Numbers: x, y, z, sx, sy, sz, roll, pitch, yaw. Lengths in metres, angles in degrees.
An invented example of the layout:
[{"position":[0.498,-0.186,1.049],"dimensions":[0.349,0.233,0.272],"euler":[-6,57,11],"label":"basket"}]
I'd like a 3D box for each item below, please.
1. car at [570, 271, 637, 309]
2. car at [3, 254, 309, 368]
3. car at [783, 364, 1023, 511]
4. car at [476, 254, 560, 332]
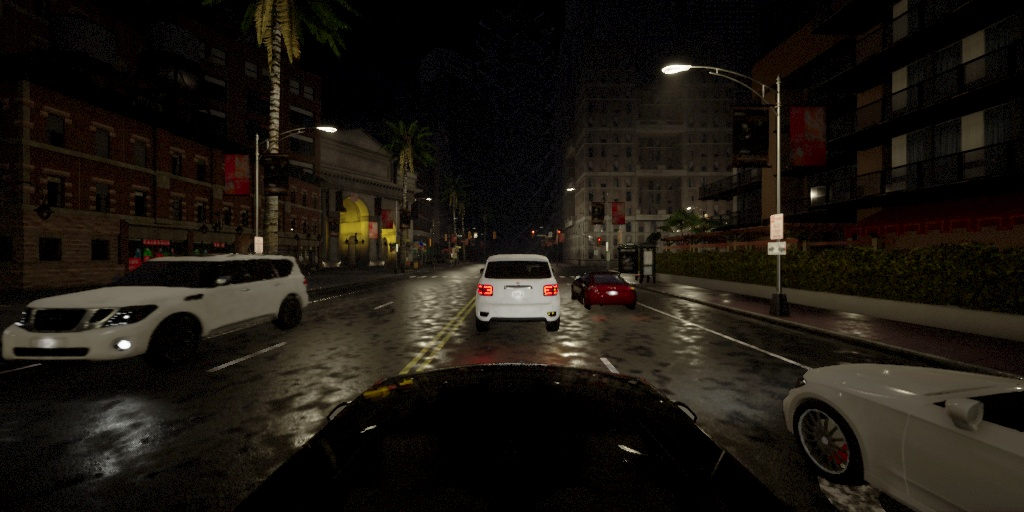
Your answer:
[{"position":[3.689,1.314,15.058],"dimensions":[1.994,1.385,4.181],"euler":[0,0,0],"label":"car"},{"position":[-7.055,0.971,8.231],"dimensions":[2.150,2.045,5.566],"euler":[0,0,1],"label":"car"},{"position":[3.672,1.276,1.659],"dimensions":[1.812,1.442,4.674],"euler":[0,0,0],"label":"car"},{"position":[0.159,0.972,11.043],"dimensions":[2.150,2.045,5.566],"euler":[0,0,0],"label":"car"}]
